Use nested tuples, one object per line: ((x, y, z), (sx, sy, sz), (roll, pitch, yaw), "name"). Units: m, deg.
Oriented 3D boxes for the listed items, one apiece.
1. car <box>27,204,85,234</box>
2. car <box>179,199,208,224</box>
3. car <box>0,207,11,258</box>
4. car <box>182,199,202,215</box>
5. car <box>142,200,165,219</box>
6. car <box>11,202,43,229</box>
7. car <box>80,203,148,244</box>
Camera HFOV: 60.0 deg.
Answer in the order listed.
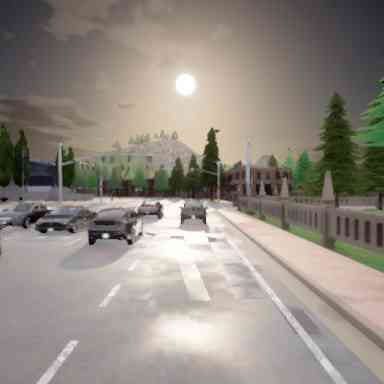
((-7.053, 1.501, 19.280), (2.033, 1.411, 5.357), (0, 0, 0), "car")
((0.094, 1.444, 24.452), (1.837, 1.490, 4.892), (0, -1, 0), "car")
((-7.083, 1.331, 8.643), (2.097, 1.767, 4.553), (0, 0, 0), "car")
((0.090, 1.445, 33.588), (1.812, 1.442, 4.674), (0, 0, 3), "car")
((-3.439, 1.423, 28.729), (2.128, 1.511, 4.902), (0, 0, 1), "car")
((-10.539, 1.441, 21.161), (2.128, 1.511, 4.902), (0, 0, 0), "car")
((-3.403, 1.468, 15.485), (1.837, 1.490, 4.892), (0, 0, 0), "car")
